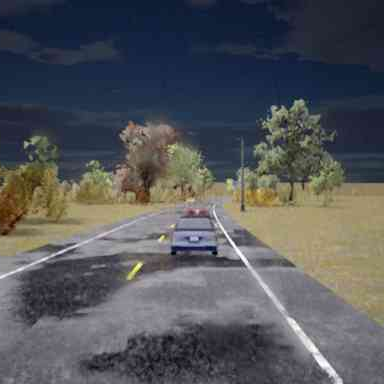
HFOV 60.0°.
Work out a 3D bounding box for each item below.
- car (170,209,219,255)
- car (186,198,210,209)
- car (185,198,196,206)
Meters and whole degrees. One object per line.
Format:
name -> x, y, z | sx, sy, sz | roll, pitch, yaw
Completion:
car -> 0.112, 1.677, 13.943 | 2.033, 1.411, 5.357 | 0, 0, 1
car -> 0.506, 1.616, 29.000 | 2.097, 1.767, 4.553 | 0, -1, 2
car -> -0.275, 2.120, 72.854 | 1.882, 1.535, 5.008 | 0, 0, 5
